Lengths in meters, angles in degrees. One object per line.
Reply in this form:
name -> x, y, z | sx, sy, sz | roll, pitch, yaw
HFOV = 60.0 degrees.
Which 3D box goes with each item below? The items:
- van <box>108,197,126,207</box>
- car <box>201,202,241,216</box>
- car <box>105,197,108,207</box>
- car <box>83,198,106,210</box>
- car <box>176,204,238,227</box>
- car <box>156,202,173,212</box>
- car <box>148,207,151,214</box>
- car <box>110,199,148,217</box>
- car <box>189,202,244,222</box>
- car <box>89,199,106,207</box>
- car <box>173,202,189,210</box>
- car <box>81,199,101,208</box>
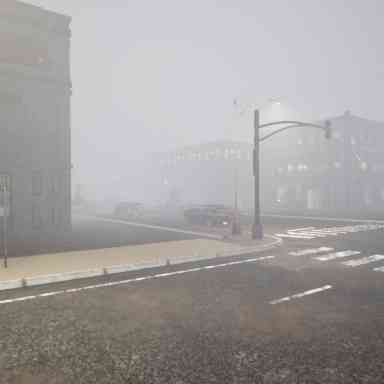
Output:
van -> -12.981, 1.907, 59.104 | 1.690, 1.788, 3.998 | -1, 0, -36
car -> 3.105, 1.809, 36.580 | 2.008, 1.369, 4.403 | -2, 0, -36
car -> -16.198, 1.940, 63.609 | 2.192, 1.841, 5.009 | -1, 0, -36
car -> -16.267, 2.094, 53.933 | 2.128, 1.511, 4.902 | -1, 0, -35
car -> 1.035, 1.814, 24.850 | 1.947, 1.339, 4.313 | -2, 0, -36
car -> -3.326, 1.966, 45.590 | 1.802, 1.307, 4.206 | -2, 0, -36
car -> -6.766, 1.943, 40.472 | 1.812, 1.442, 4.674 | -1, 0, -35
car -> -6.933, 1.846, 36.214 | 1.967, 1.590, 4.097 | -1, 0, -36
car -> 2.168, 1.720, 27.945 | 1.882, 1.535, 5.008 | -1, 0, -35
car -> -19.408, 2.228, 68.114 | 1.887, 1.381, 4.507 | -1, 0, -36
car -> -0.110, 1.904, 41.086 | 1.802, 1.307, 4.206 | -2, 0, -36
car -> -19.223, 2.159, 63.414 | 2.128, 1.511, 4.902 | -1, 0, -36
